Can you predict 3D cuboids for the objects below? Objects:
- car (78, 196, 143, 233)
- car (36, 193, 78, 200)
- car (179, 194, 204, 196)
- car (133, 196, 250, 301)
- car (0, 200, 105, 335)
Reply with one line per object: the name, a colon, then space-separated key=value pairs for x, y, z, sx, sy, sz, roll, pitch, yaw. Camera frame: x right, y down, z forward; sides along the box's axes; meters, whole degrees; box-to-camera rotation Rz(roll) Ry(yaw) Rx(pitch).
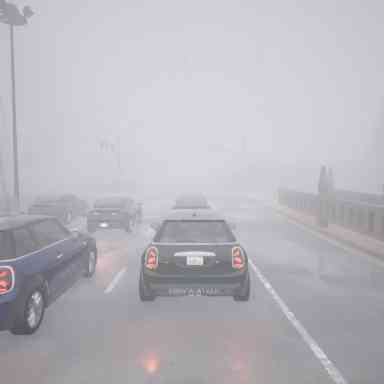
car: x=-3.532 y=0.937 z=15.776 sx=1.837 sy=1.490 sz=4.892 roll=0 pitch=3 yaw=0
car: x=-7.047 y=0.808 z=17.938 sx=1.837 sy=1.490 sz=4.892 roll=0 pitch=3 yaw=-1
car: x=-0.040 y=0.820 z=17.357 sx=1.882 sy=1.535 sz=5.008 roll=0 pitch=3 yaw=0
car: x=0.037 y=1.184 z=8.125 sx=2.097 sy=1.767 sz=4.553 roll=0 pitch=2 yaw=0
car: x=-3.451 y=1.232 z=6.688 sx=2.097 sy=1.767 sz=4.553 roll=0 pitch=2 yaw=-1
